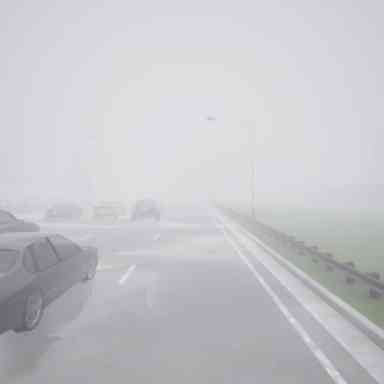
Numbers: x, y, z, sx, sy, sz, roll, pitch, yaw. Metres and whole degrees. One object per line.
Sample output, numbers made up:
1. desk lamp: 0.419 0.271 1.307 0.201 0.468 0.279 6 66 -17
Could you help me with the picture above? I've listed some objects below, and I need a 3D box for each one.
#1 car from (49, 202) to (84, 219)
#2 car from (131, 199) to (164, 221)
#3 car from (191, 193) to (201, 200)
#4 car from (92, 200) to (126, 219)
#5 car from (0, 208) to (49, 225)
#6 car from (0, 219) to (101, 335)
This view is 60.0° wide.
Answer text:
1. car: -10.411 1.508 27.427 1.994 1.385 4.181 0 0 0
2. car: -3.415 1.298 26.347 2.097 1.767 4.553 0 0 0
3. car: 1.229 1.302 85.797 1.882 1.535 5.008 0 0 0
4. car: -6.909 1.420 28.180 1.882 1.535 5.008 0 0 0
5. car: -6.916 1.329 11.143 2.097 1.767 4.553 0 0 0
6. car: -3.435 1.534 6.722 2.033 1.411 5.357 0 0 0
